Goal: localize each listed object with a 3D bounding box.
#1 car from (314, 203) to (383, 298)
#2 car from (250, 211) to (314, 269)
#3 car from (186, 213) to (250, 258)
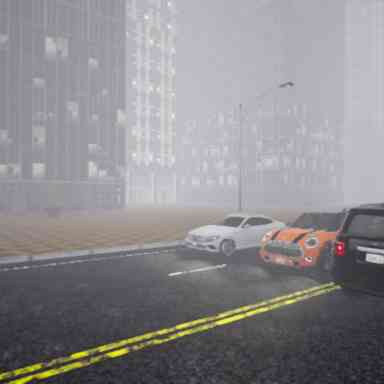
[{"bbox_3d":[5.357,1.275,7.447,5.566,2.045,2.150,0,0,-37],"label":"car"},{"bbox_3d":[4.355,1.416,11.037,4.553,1.767,2.097,0,0,-37],"label":"car"},{"bbox_3d":[1.942,1.589,13.276,4.674,1.442,1.812,0,0,-37],"label":"car"}]
